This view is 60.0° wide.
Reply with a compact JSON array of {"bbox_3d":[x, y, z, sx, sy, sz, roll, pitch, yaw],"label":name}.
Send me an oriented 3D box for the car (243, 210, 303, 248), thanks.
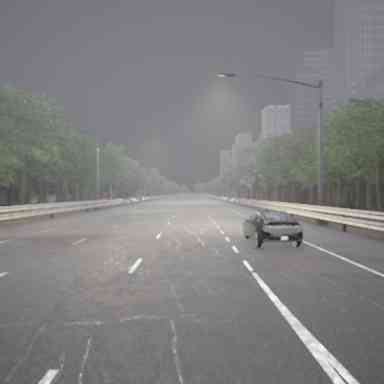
[{"bbox_3d":[3.516,1.566,15.116,2.128,1.511,4.902,0,0,0],"label":"car"}]
